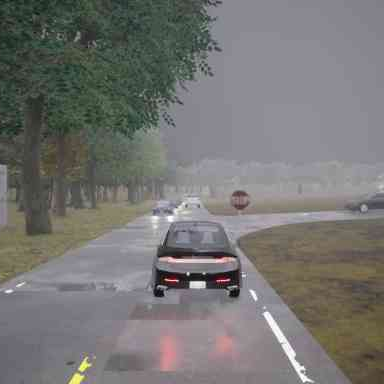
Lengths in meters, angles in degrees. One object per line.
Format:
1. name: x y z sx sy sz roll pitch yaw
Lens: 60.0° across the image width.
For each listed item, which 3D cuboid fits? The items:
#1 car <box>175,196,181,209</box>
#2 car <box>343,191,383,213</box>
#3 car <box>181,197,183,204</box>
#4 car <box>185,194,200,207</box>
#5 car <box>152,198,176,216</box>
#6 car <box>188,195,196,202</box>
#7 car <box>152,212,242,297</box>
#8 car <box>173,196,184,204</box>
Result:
1. car: -2.847 1.537 45.671 1.837 1.490 4.892 0 -1 0
2. car: 14.204 0.723 25.522 4.892 1.490 1.837 -3 1 1
3. car: -2.807 1.651 57.333 1.895 1.301 4.718 0 0 0
4. car: 0.075 1.260 51.100 2.150 2.045 5.566 0 0 0
5. car: -2.854 1.540 33.469 1.812 1.442 4.674 0 0 0
6. car: -0.018 1.554 80.391 1.882 1.535 5.008 0 0 0
7. car: 0.092 1.490 8.534 2.128 1.511 4.902 0 0 0
8. car: -2.774 1.616 68.197 2.033 1.411 5.357 0 0 0
